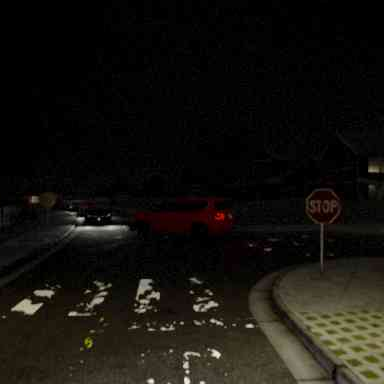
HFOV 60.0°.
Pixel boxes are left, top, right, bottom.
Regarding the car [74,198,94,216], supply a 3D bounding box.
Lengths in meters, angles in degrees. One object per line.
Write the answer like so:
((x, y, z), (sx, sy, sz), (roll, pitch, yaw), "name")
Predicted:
((-10.937, 1.671, 35.038), (1.882, 1.535, 5.008), (0, 0, -25), "car")

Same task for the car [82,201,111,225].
((-7.323, 1.664, 25.698), (1.812, 1.442, 4.674), (0, 0, -19), "car")

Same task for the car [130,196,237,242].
((-0.517, 1.289, 16.810), (5.566, 2.045, 2.150), (-1, 2, 29), "car")

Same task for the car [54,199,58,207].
((-24.901, 1.934, 61.389), (2.033, 1.411, 5.357), (0, 0, -42), "car")

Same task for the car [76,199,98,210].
((-15.704, 1.762, 49.573), (1.882, 1.535, 5.008), (0, -1, -33), "car")

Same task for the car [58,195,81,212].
((-15.763, 1.478, 44.186), (2.150, 2.045, 5.566), (0, 0, -32), "car")
